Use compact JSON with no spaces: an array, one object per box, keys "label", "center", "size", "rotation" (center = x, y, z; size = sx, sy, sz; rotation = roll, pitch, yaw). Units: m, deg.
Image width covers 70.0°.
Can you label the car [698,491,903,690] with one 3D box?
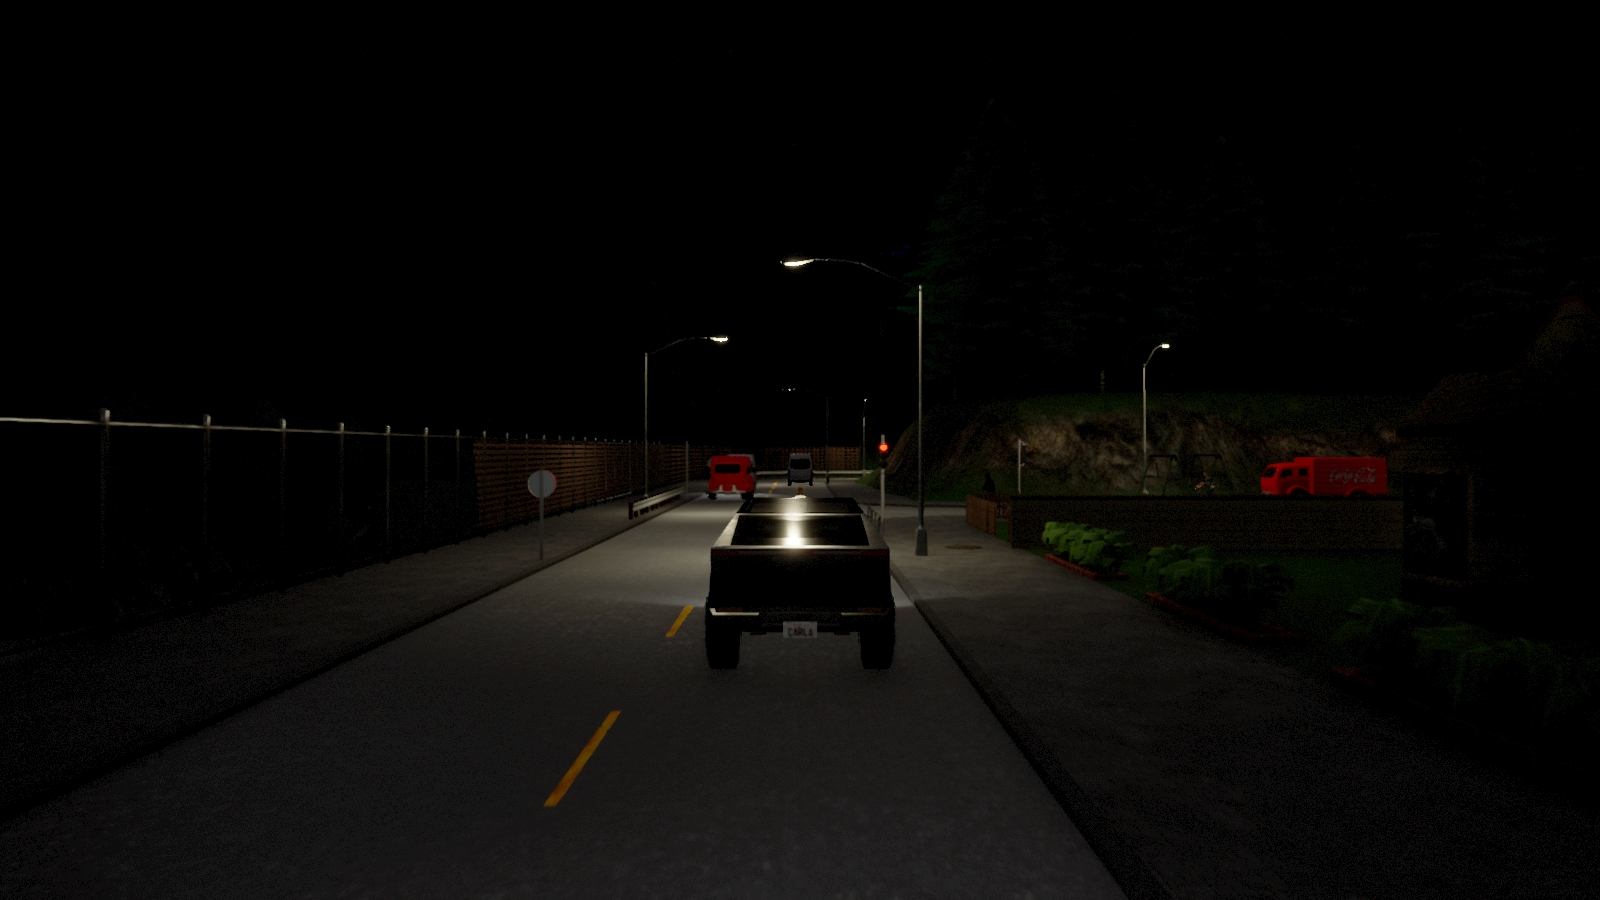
[{"label":"car","center":[0.004,1.754,16.476],"size":[2.390,2.098,6.274],"rotation":[0,0,0]}]

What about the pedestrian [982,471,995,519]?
[{"label":"pedestrian","center":[7.333,1.745,44.516],"size":[0.375,1.860,0.375],"rotation":[0,0,-14]}]
